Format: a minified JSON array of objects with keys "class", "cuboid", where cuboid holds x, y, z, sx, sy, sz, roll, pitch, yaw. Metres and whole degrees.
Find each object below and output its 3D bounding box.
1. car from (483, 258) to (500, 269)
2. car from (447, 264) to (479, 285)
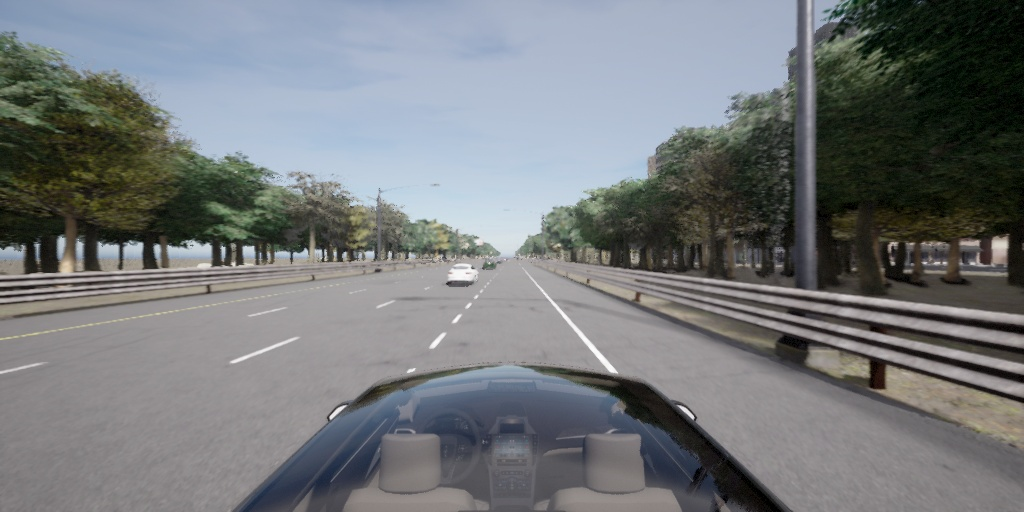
[{"class":"car","cuboid":[-3.409,1.159,56.229,2.097,1.767,4.553,0,0,0]},{"class":"car","cuboid":[-3.493,1.293,25.905,1.812,1.442,4.674,0,0,0]}]
